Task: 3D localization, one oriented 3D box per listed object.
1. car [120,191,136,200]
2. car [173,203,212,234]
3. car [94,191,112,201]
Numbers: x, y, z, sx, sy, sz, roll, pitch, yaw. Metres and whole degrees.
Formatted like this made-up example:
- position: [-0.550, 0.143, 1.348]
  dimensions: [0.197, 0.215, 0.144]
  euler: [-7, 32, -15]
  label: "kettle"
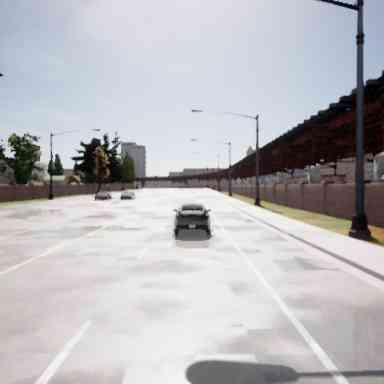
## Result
- position: [-10.459, 0.517, 54.756]
  dimensions: [2.033, 1.411, 5.357]
  euler: [0, 2, 0]
  label: "car"
- position: [0.015, 1.357, 18.220]
  dimensions: [1.837, 1.490, 4.892]
  euler: [0, 1, 0]
  label: "car"
- position: [-13.980, 0.557, 52.584]
  dimensions: [1.812, 1.442, 4.674]
  euler: [0, 1, 1]
  label: "car"
